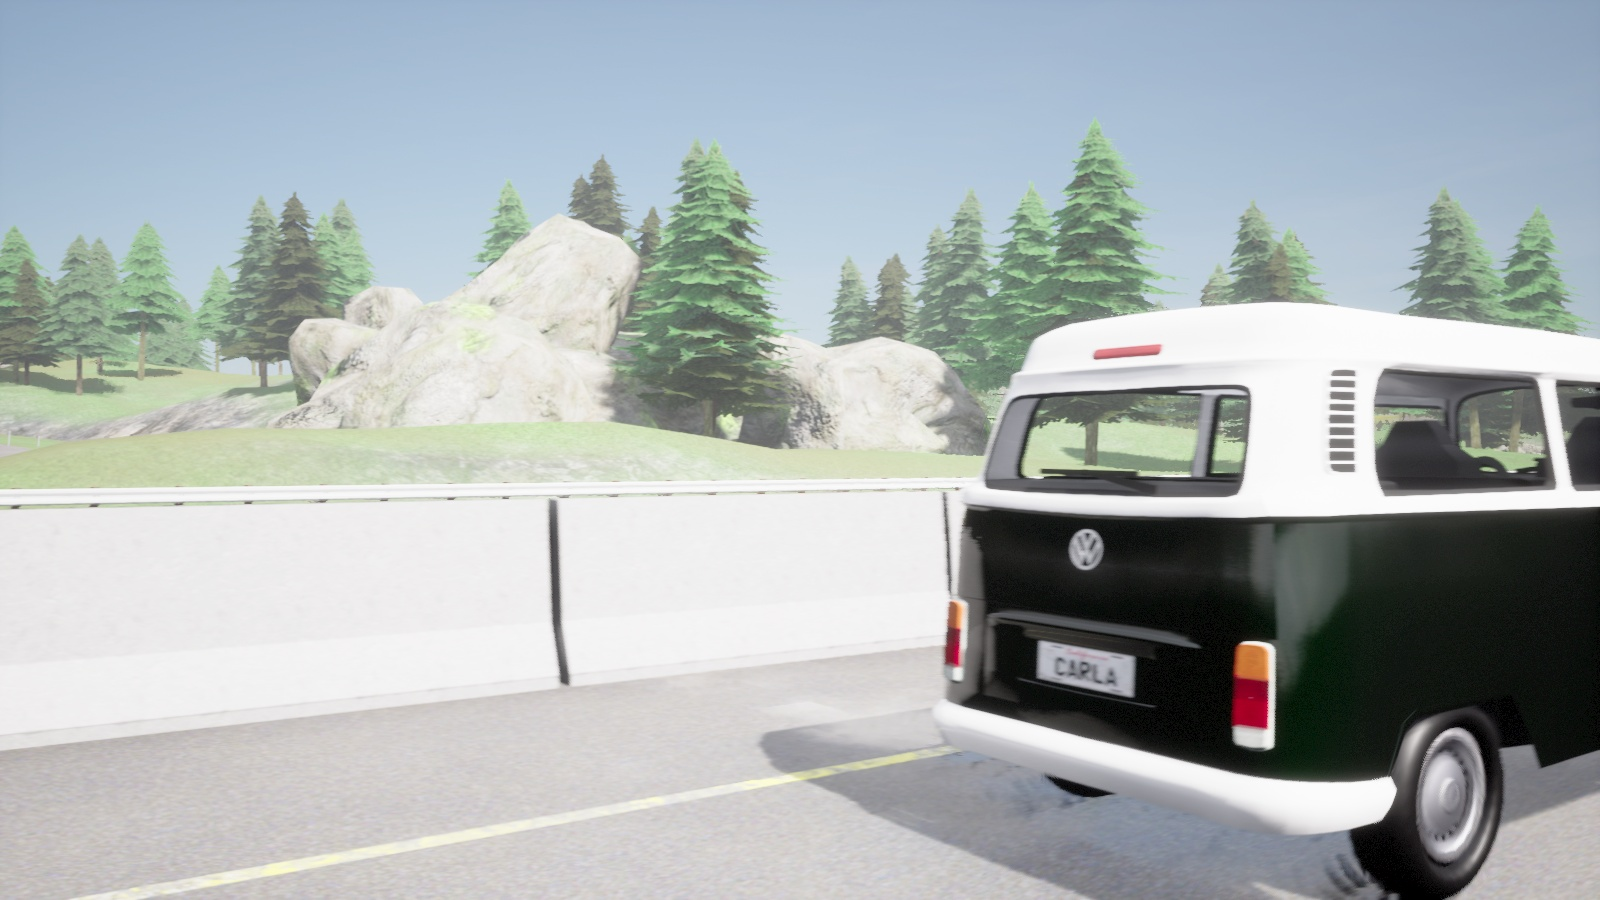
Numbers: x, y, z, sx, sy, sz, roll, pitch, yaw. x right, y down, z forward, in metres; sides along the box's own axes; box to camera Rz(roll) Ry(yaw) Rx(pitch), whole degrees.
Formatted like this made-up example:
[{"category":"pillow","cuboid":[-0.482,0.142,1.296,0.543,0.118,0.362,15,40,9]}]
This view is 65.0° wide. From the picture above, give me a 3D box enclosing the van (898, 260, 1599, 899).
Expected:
[{"category":"van","cuboid":[2.842,0.478,5.638,4.480,2.038,2.069,0,0,-35]}]
